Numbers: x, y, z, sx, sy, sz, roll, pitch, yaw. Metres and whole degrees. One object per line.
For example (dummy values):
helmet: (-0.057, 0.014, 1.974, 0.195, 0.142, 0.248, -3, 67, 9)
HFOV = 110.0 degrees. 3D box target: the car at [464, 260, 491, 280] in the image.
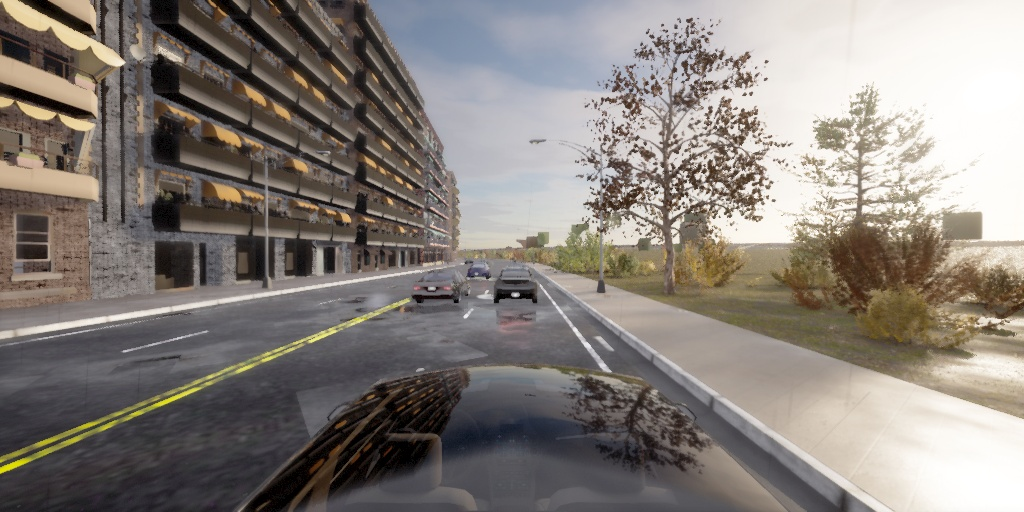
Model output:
car: (-2.848, 1.287, 31.430, 1.812, 1.442, 4.674, 0, 0, 1)

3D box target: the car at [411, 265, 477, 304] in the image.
car: (-3.073, 1.313, 16.430, 2.033, 1.411, 5.357, 0, 0, 1)

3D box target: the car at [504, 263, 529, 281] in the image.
car: (0.402, 1.326, 31.381, 1.994, 1.385, 4.181, 0, 0, 1)

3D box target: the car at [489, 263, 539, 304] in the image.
car: (0.176, 1.267, 16.382, 1.837, 1.490, 4.892, 0, 0, 1)
